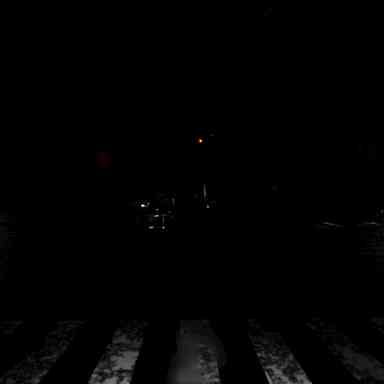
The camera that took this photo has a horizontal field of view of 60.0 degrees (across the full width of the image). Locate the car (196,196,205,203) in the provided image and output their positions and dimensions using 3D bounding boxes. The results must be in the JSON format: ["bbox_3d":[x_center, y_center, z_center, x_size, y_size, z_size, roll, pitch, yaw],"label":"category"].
[{"bbox_3d":[1.833,1.590,73.231,1.947,1.339,4.313,0,0,-1],"label":"car"}]

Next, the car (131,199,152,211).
[{"bbox_3d":[-6.229,1.557,41.322,2.008,1.369,4.403,0,0,-1],"label":"car"}]

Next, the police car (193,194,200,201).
[{"bbox_3d":[1.185,1.464,90.628,1.930,1.638,5.238,0,0,-1],"label":"police car"}]

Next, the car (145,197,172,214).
[{"bbox_3d":[-3.473,1.569,34.735,1.994,1.385,4.181,0,0,-2],"label":"car"}]

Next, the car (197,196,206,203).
[{"bbox_3d":[1.907,1.545,68.112,1.752,1.417,4.829,0,0,-1],"label":"car"}]

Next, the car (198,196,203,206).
[{"bbox_3d":[2.210,1.553,47.339,1.887,1.381,4.507,0,0,-1],"label":"car"}]

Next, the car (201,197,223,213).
[{"bbox_3d":[2.369,1.556,36.451,2.008,1.369,4.403,0,0,-1],"label":"car"}]

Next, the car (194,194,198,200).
[{"bbox_3d":[1.987,1.567,62.654,2.008,1.369,4.403,0,0,-1],"label":"car"}]

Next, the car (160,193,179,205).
[{"bbox_3d":[-3.747,1.364,54.850,2.097,1.767,4.553,0,0,-1],"label":"car"}]

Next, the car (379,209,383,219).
[{"bbox_3d":[14.625,1.303,21.105,4.718,1.301,1.895,-1,0,-1],"label":"car"}]

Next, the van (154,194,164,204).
[{"bbox_3d":[-6.599,1.361,66.717,1.690,1.788,3.998,0,0,-1],"label":"van"}]

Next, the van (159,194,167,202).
[{"bbox_3d":[-6.757,1.368,77.543,1.690,1.788,3.998,0,0,-1],"label":"van"}]

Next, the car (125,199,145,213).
[{"bbox_3d":[-6.156,1.556,36.330,2.008,1.369,4.403,0,0,-1],"label":"car"}]

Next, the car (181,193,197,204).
[{"bbox_3d":[-0.688,1.508,63.594,2.128,1.511,4.902,0,0,-1],"label":"car"}]

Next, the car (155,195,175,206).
[{"bbox_3d":[-3.595,1.485,43.725,1.882,1.535,5.008,0,0,-1],"label":"car"}]

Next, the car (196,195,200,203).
[{"bbox_3d":[2.131,1.562,52.783,2.008,1.369,4.403,0,0,-1],"label":"car"}]

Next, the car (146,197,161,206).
[{"bbox_3d":[-6.441,1.579,55.892,1.947,1.339,4.313,0,0,-1],"label":"car"}]
